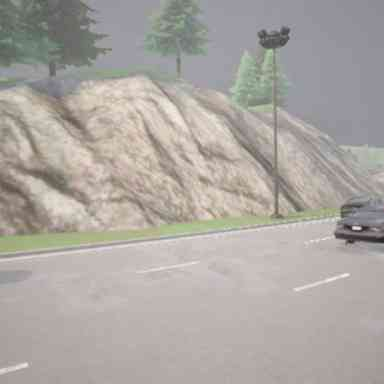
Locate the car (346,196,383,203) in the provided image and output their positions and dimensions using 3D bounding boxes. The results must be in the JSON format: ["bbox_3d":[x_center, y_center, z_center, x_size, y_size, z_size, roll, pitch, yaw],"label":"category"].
[{"bbox_3d":[10.884,1.042,20.508,4.892,1.490,1.837,-1,1,-41],"label":"car"}]

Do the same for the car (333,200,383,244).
[{"bbox_3d":[7.624,1.241,13.075,5.357,1.411,2.033,-2,1,-39],"label":"car"}]
